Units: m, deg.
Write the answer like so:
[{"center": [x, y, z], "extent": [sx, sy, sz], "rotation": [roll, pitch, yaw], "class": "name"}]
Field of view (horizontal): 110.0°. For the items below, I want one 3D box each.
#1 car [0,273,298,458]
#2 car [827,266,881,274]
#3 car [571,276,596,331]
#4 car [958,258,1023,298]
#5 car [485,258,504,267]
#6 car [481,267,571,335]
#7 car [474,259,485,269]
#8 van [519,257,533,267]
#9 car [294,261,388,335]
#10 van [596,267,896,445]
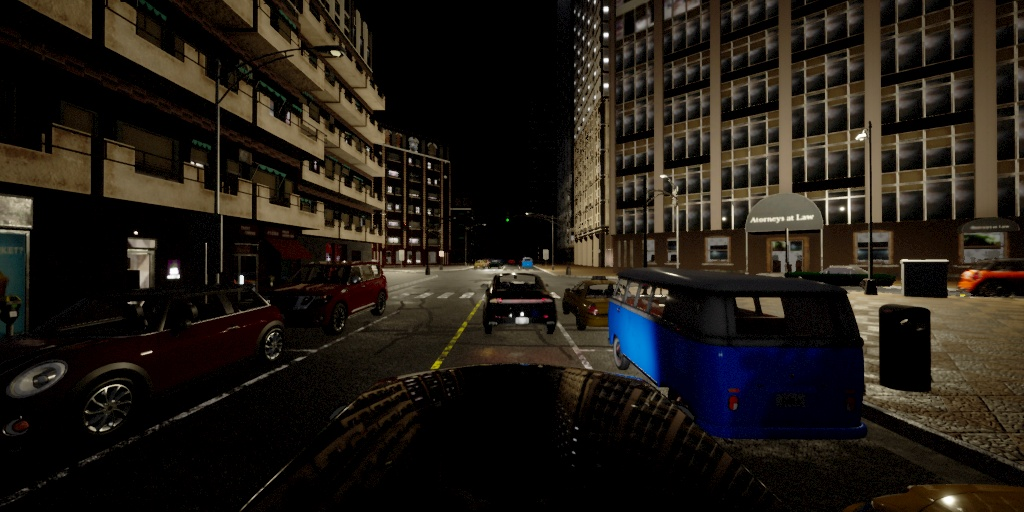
[{"center": [-5.316, 1.191, 5.140], "extent": [1.967, 1.591, 4.097], "rotation": [0, 0, 0], "class": "car"}, {"center": [18.300, 1.195, 20.409], "extent": [4.718, 1.301, 1.895], "rotation": [-1, -1, 40], "class": "car"}, {"center": [2.562, 1.279, 10.856], "extent": [1.751, 1.417, 4.829], "rotation": [0, 0, 0], "class": "car"}, {"center": [21.207, 0.882, 14.036], "extent": [4.553, 1.767, 2.097], "rotation": [-1, -1, 41], "class": "car"}, {"center": [-2.842, 1.428, 58.766], "extent": [1.895, 1.301, 4.718], "rotation": [0, 0, 2], "class": "car"}, {"center": [0.124, 1.246, 10.575], "extent": [2.128, 1.511, 4.902], "rotation": [0, 0, -3], "class": "car"}, {"center": [-5.340, 1.355, 59.506], "extent": [1.751, 1.417, 4.829], "rotation": [0, 0, 0], "class": "car"}, {"center": [2.541, 1.171, 59.679], "extent": [1.690, 1.789, 3.998], "rotation": [0, 0, 0], "class": "van"}, {"center": [-5.318, 1.068, 10.676], "extent": [2.192, 1.841, 5.009], "rotation": [0, 0, 0], "class": "car"}, {"center": [2.564, 1.092, 5.149], "extent": [1.690, 1.789, 3.998], "rotation": [0, 0, 0], "class": "van"}]
